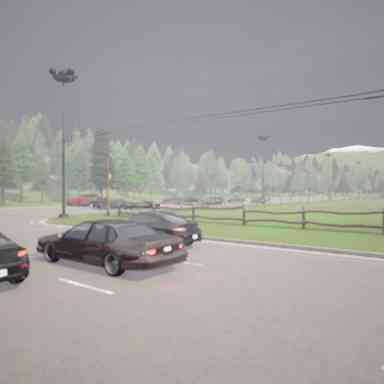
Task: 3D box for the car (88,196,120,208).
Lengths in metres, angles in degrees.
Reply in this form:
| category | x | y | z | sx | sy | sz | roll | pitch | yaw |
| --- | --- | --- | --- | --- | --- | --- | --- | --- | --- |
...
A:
| category | x | y | z | sx | sy | sz | roll | pitch | yaw |
| --- | --- | --- | --- | --- | --- | --- | --- | --- | --- |
| car | -10.041 | 1.537 | 42.462 | 2.033 | 1.411 | 5.357 | 0 | 0 | 37 |

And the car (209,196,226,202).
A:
| category | x | y | z | sx | sy | sz | roll | pitch | yaw |
| --- | --- | --- | --- | --- | --- | --- | --- | --- | --- |
| car | 5.759 | 1.525 | 74.771 | 1.994 | 1.385 | 4.181 | 0 | 0 | 37 |

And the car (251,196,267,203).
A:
| category | x | y | z | sx | sy | sz | roll | pitch | yaw |
| --- | --- | --- | --- | --- | --- | --- | --- | --- | --- |
| car | 13.616 | 1.567 | 67.759 | 1.994 | 1.385 | 4.181 | 0 | 0 | 37 |

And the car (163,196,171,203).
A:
| category | x | y | z | sx | sy | sz | roll | pitch | yaw |
| --- | --- | --- | --- | --- | --- | --- | --- | --- | --- |
| car | -3.541 | 1.552 | 62.607 | 1.994 | 1.385 | 4.181 | 0 | 0 | 37 |

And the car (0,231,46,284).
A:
| category | x | y | z | sx | sy | sz | roll | pitch | yaw |
| --- | --- | --- | --- | --- | --- | --- | --- | --- | --- |
| car | -5.821 | 1.523 | 8.264 | 4.674 | 1.442 | 1.812 | 0 | 0 | 36 |

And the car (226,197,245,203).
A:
| category | x | y | z | sx | sy | sz | roll | pitch | yaw |
| --- | --- | --- | --- | --- | --- | --- | --- | --- | --- |
| car | 8.822 | 1.590 | 67.240 | 1.895 | 1.301 | 4.718 | 0 | 0 | 38 |

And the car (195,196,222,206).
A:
| category | x | y | z | sx | sy | sz | roll | pitch | yaw |
| --- | --- | --- | --- | --- | --- | --- | --- | --- | --- |
| car | 3.102 | 1.495 | 54.022 | 1.837 | 1.490 | 4.892 | 0 | 0 | 37 |

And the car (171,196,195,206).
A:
| category | x | y | z | sx | sy | sz | roll | pitch | yaw |
| --- | --- | --- | --- | --- | --- | --- | --- | --- | --- |
| car | -0.801 | 1.495 | 54.664 | 1.837 | 1.490 | 4.892 | 0 | 0 | 37 |

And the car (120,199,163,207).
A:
| category | x | y | z | sx | sy | sz | roll | pitch | yaw |
| --- | --- | --- | --- | --- | --- | --- | --- | --- | --- |
| car | -6.281 | 1.591 | 41.637 | 1.895 | 1.301 | 4.718 | 0 | 0 | 37 |

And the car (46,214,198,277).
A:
| category | x | y | z | sx | sy | sz | roll | pitch | yaw |
| --- | --- | --- | --- | --- | --- | --- | --- | --- | --- |
| car | -2.657 | 1.545 | 10.265 | 5.357 | 1.411 | 2.033 | 0 | 0 | 37 |

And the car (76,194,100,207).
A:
| category | x | y | z | sx | sy | sz | roll | pitch | yaw |
| --- | --- | --- | --- | --- | --- | --- | --- | --- | --- |
| car | -14.009 | 1.492 | 48.818 | 1.837 | 1.490 | 4.892 | 0 | 0 | 37 |

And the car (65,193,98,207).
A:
| category | x | y | z | sx | sy | sz | roll | pitch | yaw |
| --- | --- | --- | --- | --- | --- | --- | --- | --- | --- |
| car | -16.616 | 1.207 | 51.163 | 2.150 | 2.045 | 5.566 | 0 | 0 | 37 |

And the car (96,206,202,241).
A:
| category | x | y | z | sx | sy | sz | roll | pitch | yaw |
| --- | --- | --- | --- | --- | --- | --- | --- | --- | --- |
| car | -1.736 | 1.523 | 13.950 | 4.674 | 1.442 | 1.812 | 0 | 0 | 37 |

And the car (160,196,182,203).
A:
| category | x | y | z | sx | sy | sz | roll | pitch | yaw |
| --- | --- | --- | --- | --- | --- | --- | --- | --- | --- |
| car | -4.134 | 1.512 | 67.525 | 1.812 | 1.442 | 4.674 | 0 | 0 | 37 |
